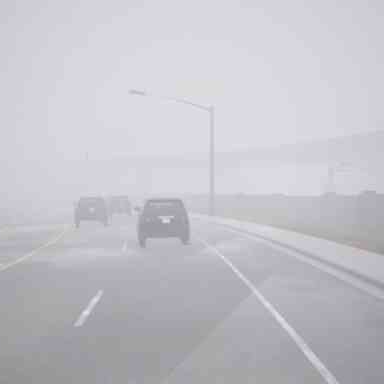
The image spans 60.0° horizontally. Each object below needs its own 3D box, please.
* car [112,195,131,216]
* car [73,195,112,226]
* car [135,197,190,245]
[{"bbox_3d":[-7.901,1.347,33.901,2.150,2.045,5.566,-1,0,-28],"label":"car"},{"bbox_3d":[-7.516,1.335,24.588,2.150,2.045,5.566,-1,0,-20],"label":"car"},{"bbox_3d":[-1.518,1.269,15.986,2.150,2.045,5.566,0,0,-10],"label":"car"}]
